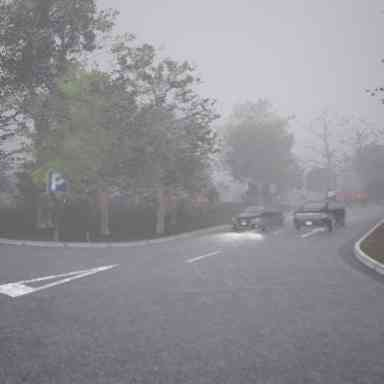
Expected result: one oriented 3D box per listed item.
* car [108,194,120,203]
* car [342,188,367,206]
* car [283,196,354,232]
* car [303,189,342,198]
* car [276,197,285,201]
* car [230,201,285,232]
[{"bbox_3d":[-11.424,1.070,53.589,2.128,1.511,4.902,-4,-1,41],"label":"car"},{"bbox_3d":[18.514,0.558,39.139,2.150,2.045,5.566,-1,0,4],"label":"car"},{"bbox_3d":[6.985,1.232,17.976,2.128,1.511,4.902,-4,-1,35],"label":"car"},{"bbox_3d":[11.722,0.840,30.575,2.150,2.045,5.566,-3,0,36],"label":"car"},{"bbox_3d":[11.106,0.892,47.919,4.674,1.442,1.812,0,0,41],"label":"car"},{"bbox_3d":[3.921,1.487,19.647,1.994,1.385,4.181,-3,-1,34],"label":"car"}]
